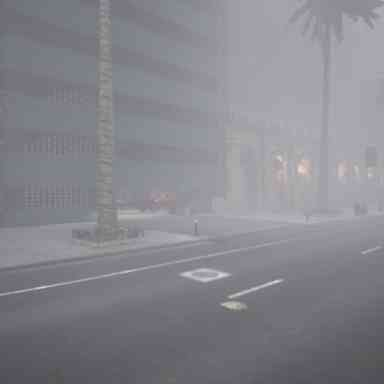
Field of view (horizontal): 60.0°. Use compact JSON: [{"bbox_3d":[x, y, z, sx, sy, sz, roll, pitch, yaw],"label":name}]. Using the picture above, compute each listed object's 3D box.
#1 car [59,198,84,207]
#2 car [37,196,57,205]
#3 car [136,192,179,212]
[{"bbox_3d":[-16.284,1.481,47.898,4.718,1.301,1.895,0,0,-43],"label":"car"},{"bbox_3d":[-23.847,1.452,56.704,4.786,1.482,2.161,0,0,-43],"label":"car"},{"bbox_3d":[-3.126,1.007,34.869,5.566,2.045,2.435,0,0,-43],"label":"car"}]
